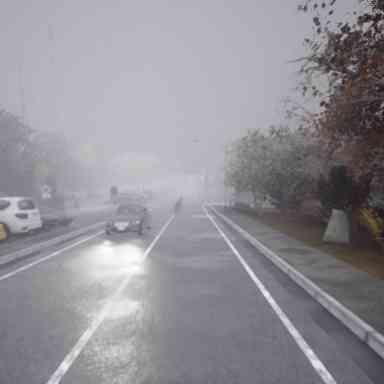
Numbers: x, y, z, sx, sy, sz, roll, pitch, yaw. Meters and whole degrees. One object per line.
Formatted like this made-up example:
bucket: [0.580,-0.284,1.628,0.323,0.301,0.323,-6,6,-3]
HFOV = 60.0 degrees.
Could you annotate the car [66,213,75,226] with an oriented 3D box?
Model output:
car: [-10.069,1.556,21.446,4.792,1.488,2.163,0,0,0]

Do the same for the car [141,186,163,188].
car: [-10.106,0.097,81.903,4.553,1.767,2.185,0,2,0]

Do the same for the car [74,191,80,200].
car: [-23.299,0.778,59.613,4.792,1.488,2.163,0,0,0]

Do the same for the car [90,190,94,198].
car: [-23.198,0.657,67.855,4.792,1.488,2.163,0,1,0]

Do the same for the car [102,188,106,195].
car: [-23.178,0.407,76.351,4.892,1.521,2.231,0,2,0]

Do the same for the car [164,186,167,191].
car: [-10.026,-0.126,90.257,5.008,1.535,2.097,0,3,0]

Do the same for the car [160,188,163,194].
car: [-10.119,0.350,79.123,4.792,1.488,2.163,0,2,0]

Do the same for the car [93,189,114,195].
car: [-23.133,-0.001,87.368,5.008,1.535,2.097,0,2,0]

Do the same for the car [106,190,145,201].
car: [-10.204,0.835,51.258,4.792,1.488,2.163,0,0,0]

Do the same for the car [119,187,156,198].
car: [-10.204,0.471,62.398,5.566,2.045,2.435,0,1,0]

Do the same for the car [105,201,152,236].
car: [-3.297,1.434,17.979,2.128,1.511,4.902,0,0,0]

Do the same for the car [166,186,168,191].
car: [-10.013,-0.259,93.043,5.008,1.535,2.097,0,3,0]

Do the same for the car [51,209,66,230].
car: [-10.115,1.520,18.670,5.008,1.535,2.097,0,0,0]

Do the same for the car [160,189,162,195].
car: [-10.075,0.440,76.336,4.792,1.488,2.163,0,2,0]

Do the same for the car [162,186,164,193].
car: [-10.092,-0.011,84.681,4.553,1.767,2.185,0,2,0]

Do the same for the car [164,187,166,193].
car: [-10.049,0.038,87.472,4.674,1.452,2.002,0,3,0]

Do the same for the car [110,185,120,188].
car: [-23.141,-0.375,90.143,5.566,2.045,2.435,0,3,0]

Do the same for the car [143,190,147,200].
car: [-10.248,0.821,54.042,4.792,1.488,2.163,0,0,0]

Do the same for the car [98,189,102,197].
car: [-23.193,0.491,73.434,5.008,1.535,2.097,0,2,0]

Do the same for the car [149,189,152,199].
car: [-10.185,0.754,59.607,5.008,1.535,2.097,0,1,0]

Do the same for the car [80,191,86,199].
car: [-23.441,0.714,62.405,5.366,1.575,1.946,0,1,0]

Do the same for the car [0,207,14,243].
car: [-10.319,1.505,13.119,5.366,1.575,1.946,0,0,0]

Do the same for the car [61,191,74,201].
car: [-23.288,0.812,56.701,4.674,1.452,2.002,0,0,0]

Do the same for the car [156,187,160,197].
car: [-10.087,0.367,73.545,4.553,1.767,2.185,0,2,0]

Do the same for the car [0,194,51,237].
car: [-10.150,1.263,15.895,5.566,2.045,2.435,0,0,0]

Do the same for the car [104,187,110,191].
car: [-22.956,0.112,84.580,5.366,1.575,1.946,0,2,0]

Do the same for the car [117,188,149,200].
car: [-10.235,0.651,56.827,4.553,1.767,2.185,0,0,0]

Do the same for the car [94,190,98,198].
car: [-23.208,0.563,70.645,5.008,1.535,2.097,0,1,0]

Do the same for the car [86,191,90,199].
car: [-23.427,0.673,65.201,5.366,1.575,1.946,0,1,0]

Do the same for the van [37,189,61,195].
van: [-23.186,0.577,51.240,4.442,1.987,1.878,1,0,0]
